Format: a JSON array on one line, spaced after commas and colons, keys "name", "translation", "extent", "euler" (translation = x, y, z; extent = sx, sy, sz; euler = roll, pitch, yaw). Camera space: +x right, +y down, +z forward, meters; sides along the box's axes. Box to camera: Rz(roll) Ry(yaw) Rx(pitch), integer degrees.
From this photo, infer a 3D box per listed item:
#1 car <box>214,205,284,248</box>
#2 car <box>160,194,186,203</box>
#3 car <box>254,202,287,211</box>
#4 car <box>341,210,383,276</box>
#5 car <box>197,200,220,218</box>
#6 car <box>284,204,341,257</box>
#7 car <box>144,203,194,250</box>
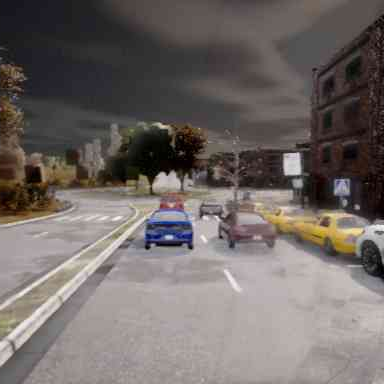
[{"name": "car", "translation": [2.280, 1.524, 14.513], "extent": [1.812, 1.442, 4.674], "euler": [0, 0, -3]}, {"name": "car", "translation": [-1.713, 1.211, 29.420], "extent": [2.150, 2.045, 5.566], "euler": [0, 0, -1]}, {"name": "car", "translation": [5.266, 1.475, 18.581], "extent": [1.946, 1.575, 5.366], "euler": [0, 0, -3]}, {"name": "car", "translation": [5.944, 1.242, 7.267], "extent": [2.435, 2.045, 5.566], "euler": [0, 0, -4]}, {"name": "car", "translation": [1.535, 1.471, 29.450], "extent": [2.128, 1.511, 4.902], "euler": [0, 0, -1]}, {"name": "car", "translation": [5.598, 1.483, 13.066], "extent": [1.946, 1.575, 5.366], "euler": [0, 0, -3]}, {"name": "car", "translation": [-0.964, 1.462, 14.318], "extent": [1.882, 1.535, 5.008], "euler": [0, 0, -3]}]
